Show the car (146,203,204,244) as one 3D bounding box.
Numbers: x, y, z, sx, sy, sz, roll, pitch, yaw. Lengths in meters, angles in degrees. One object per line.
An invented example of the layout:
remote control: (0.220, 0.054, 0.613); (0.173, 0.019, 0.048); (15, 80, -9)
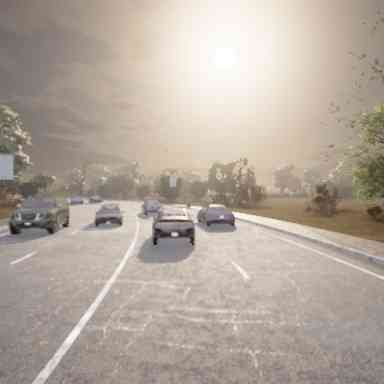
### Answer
car: (-0.946, 1.493, 15.838); (2.128, 1.511, 4.902); (0, 0, -6)

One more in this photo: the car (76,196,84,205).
car: (-20.459, 1.496, 59.390); (1.882, 1.535, 5.008); (0, 0, -24)

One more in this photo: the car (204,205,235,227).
car: (1.582, 1.562, 23.130); (1.994, 1.385, 4.181); (0, 0, -9)

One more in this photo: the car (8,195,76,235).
car: (-8.626, 1.237, 19.398); (2.150, 2.045, 5.566); (0, 0, -8)

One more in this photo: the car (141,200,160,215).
car: (-4.126, 1.555, 34.116); (2.033, 1.411, 5.357); (0, 0, -14)

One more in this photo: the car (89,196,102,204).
car: (-18.389, 1.492, 63.232); (1.882, 1.535, 5.008); (0, 0, -25)

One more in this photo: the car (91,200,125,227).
car: (-5.725, 1.557, 23.535); (2.033, 1.411, 5.357); (0, 0, -10)
